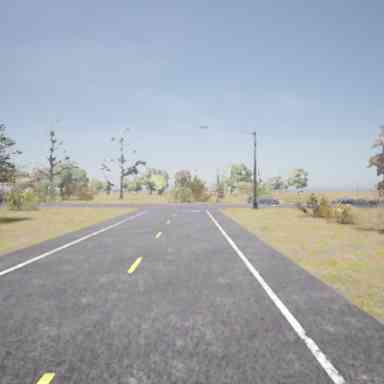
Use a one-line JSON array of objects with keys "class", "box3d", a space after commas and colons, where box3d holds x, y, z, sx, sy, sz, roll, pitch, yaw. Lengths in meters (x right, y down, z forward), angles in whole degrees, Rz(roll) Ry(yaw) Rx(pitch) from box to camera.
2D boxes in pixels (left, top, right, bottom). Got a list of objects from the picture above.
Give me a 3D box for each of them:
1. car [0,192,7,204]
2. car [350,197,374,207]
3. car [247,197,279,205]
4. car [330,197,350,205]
[{"class": "car", "box3d": [-35.238, 1.068, 57.749, 5.566, 2.045, 2.150, 0, 0, -2]}, {"class": "car", "box3d": [28.370, 1.590, 52.509, 4.902, 1.511, 2.128, 0, 0, -2]}, {"class": "car", "box3d": [12.632, 1.587, 59.069, 5.357, 1.411, 2.033, 0, 0, -2]}, {"class": "car", "box3d": [27.321, 1.621, 59.495, 5.357, 1.411, 2.033, 0, 0, -2]}]
